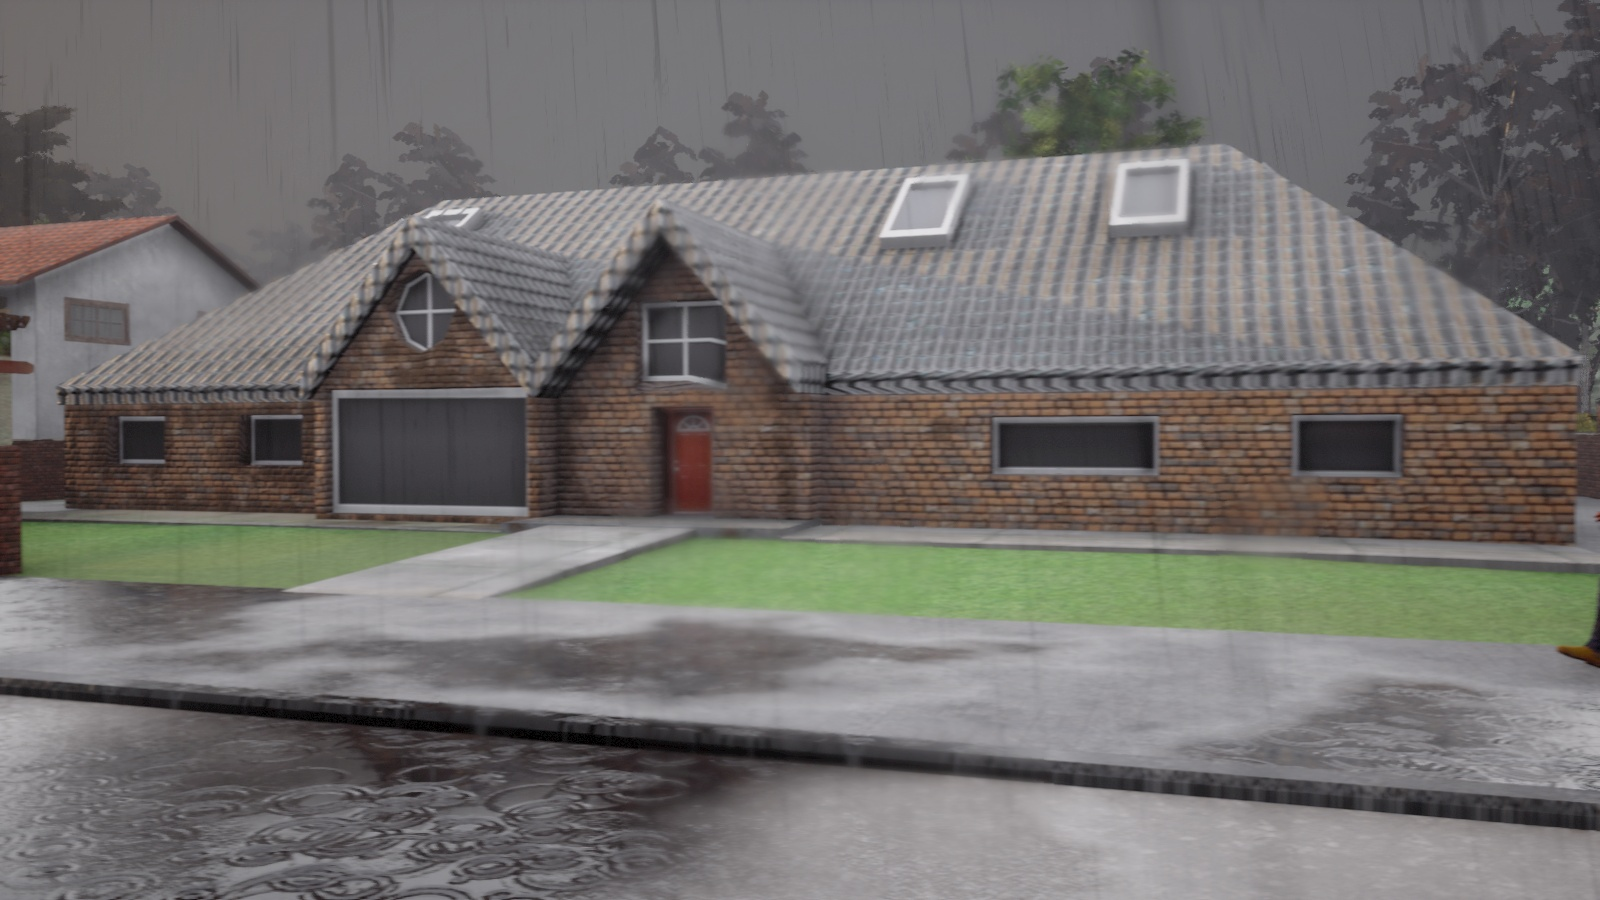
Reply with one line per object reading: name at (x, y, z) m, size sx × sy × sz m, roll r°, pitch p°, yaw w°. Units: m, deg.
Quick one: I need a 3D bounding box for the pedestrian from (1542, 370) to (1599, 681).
pedestrian at (4.871, 0.437, 7.345) m, size 0.869 × 1.805 × 0.328 m, roll 1°, pitch 1°, yaw 25°
